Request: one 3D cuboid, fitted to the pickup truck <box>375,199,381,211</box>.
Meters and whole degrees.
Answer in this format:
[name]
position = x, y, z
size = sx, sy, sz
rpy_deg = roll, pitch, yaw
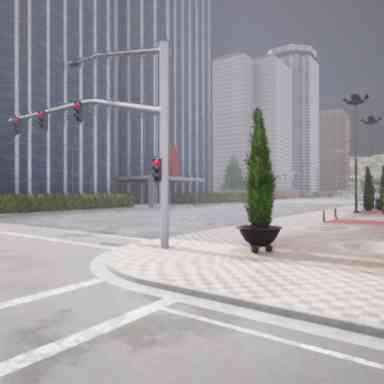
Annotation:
[pickup truck]
position = 23.069, 1.064, 36.557
size = 6.274, 2.098, 2.390
rpy_deg = 0, 0, -25
